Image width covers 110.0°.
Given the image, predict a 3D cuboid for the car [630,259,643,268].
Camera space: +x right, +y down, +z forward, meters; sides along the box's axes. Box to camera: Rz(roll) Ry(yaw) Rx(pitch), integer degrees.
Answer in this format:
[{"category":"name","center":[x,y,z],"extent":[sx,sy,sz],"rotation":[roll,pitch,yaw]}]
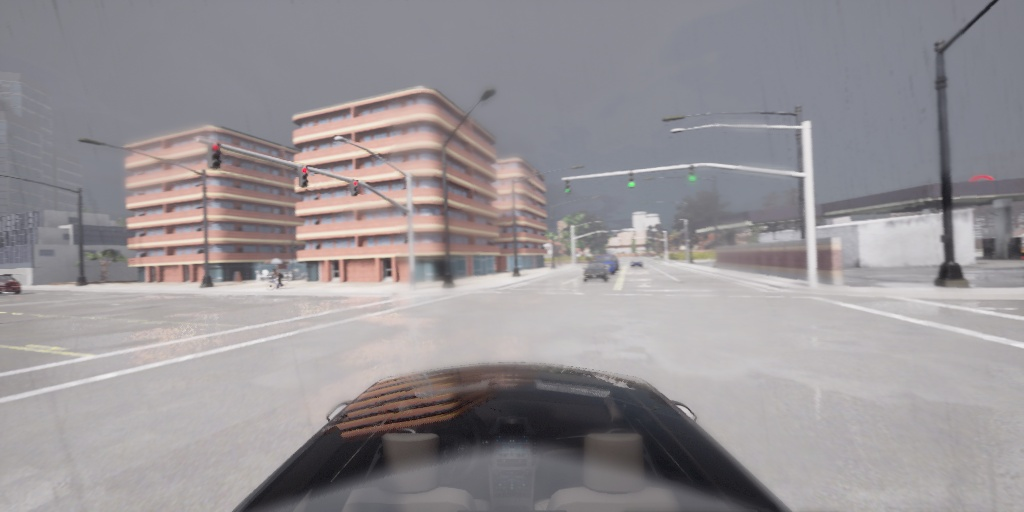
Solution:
[{"category":"car","center":[18.710,1.152,54.002],"extent":[1.895,1.301,4.718],"rotation":[-2,-1,18]}]

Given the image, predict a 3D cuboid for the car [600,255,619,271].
[{"category":"car","center":[13.282,0.926,48.672],"extent":[2.150,2.045,5.566],"rotation":[-2,-1,18]}]

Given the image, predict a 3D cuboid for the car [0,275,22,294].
[{"category":"car","center":[-42.728,2.332,29.351],"extent":[4.553,1.767,2.097],"rotation":[-1,0,19]}]

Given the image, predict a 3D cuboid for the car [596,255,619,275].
[{"category":"car","center":[10.069,0.959,38.940],"extent":[2.150,2.045,5.566],"rotation":[-2,-1,19]}]

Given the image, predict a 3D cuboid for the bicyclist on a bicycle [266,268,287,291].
[{"category":"bicyclist on a bicycle","center":[-17.625,1.753,26.857],"extent":[0.582,1.620,1.656],"rotation":[-2,0,19]}]

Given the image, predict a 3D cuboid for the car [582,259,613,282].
[{"category":"car","center":[7.004,1.275,29.638],"extent":[1.837,1.490,4.892],"rotation":[-2,-1,18]}]
